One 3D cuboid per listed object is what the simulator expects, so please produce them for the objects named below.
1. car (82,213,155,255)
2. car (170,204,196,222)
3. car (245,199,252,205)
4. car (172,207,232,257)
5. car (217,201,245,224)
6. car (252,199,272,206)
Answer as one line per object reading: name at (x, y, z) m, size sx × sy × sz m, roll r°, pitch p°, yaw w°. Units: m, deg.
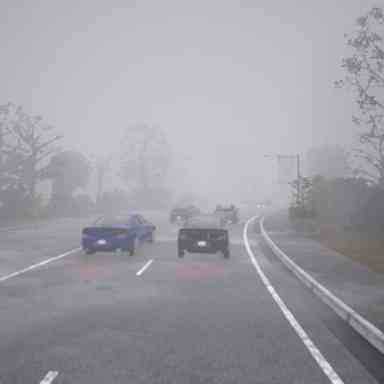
car at (-2.886, 1.607, 14.085) m, size 1.882 × 1.535 × 5.008 m, roll 0°, pitch 0°, yaw 6°
car at (-0.489, 1.774, 28.455) m, size 1.837 × 1.490 × 4.892 m, roll 0°, pitch 0°, yaw 13°
car at (12.961, 2.295, 74.237) m, size 1.895 × 1.301 × 4.718 m, roll 0°, pitch -1°, yaw 35°
car at (0.599, 1.609, 13.756) m, size 1.882 × 1.535 × 5.008 m, roll 0°, pitch 0°, yaw 6°
car at (2.926, 1.759, 27.687) m, size 2.128 × 1.511 × 4.902 m, roll 0°, pitch 0°, yaw 13°
car at (15.685, 2.230, 72.032) m, size 2.033 × 1.411 × 5.357 m, roll 0°, pitch -1°, yaw 35°
